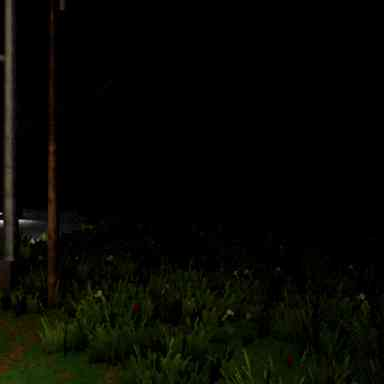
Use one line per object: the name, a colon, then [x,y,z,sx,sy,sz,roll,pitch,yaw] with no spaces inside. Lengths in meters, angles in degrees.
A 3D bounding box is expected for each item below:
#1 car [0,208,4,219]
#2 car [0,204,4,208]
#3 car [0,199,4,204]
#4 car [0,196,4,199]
car: [-8.521,1.477,11.006,1.837,1.490,4.892,1,0,6]
car: [-12.530,1.574,18.699,1.895,1.301,4.718,0,0,-13]
car: [-16.128,1.537,28.015,1.994,1.385,4.181,0,0,-33]
car: [-26.062,1.325,43.696,4.553,1.767,2.097,0,0,39]
